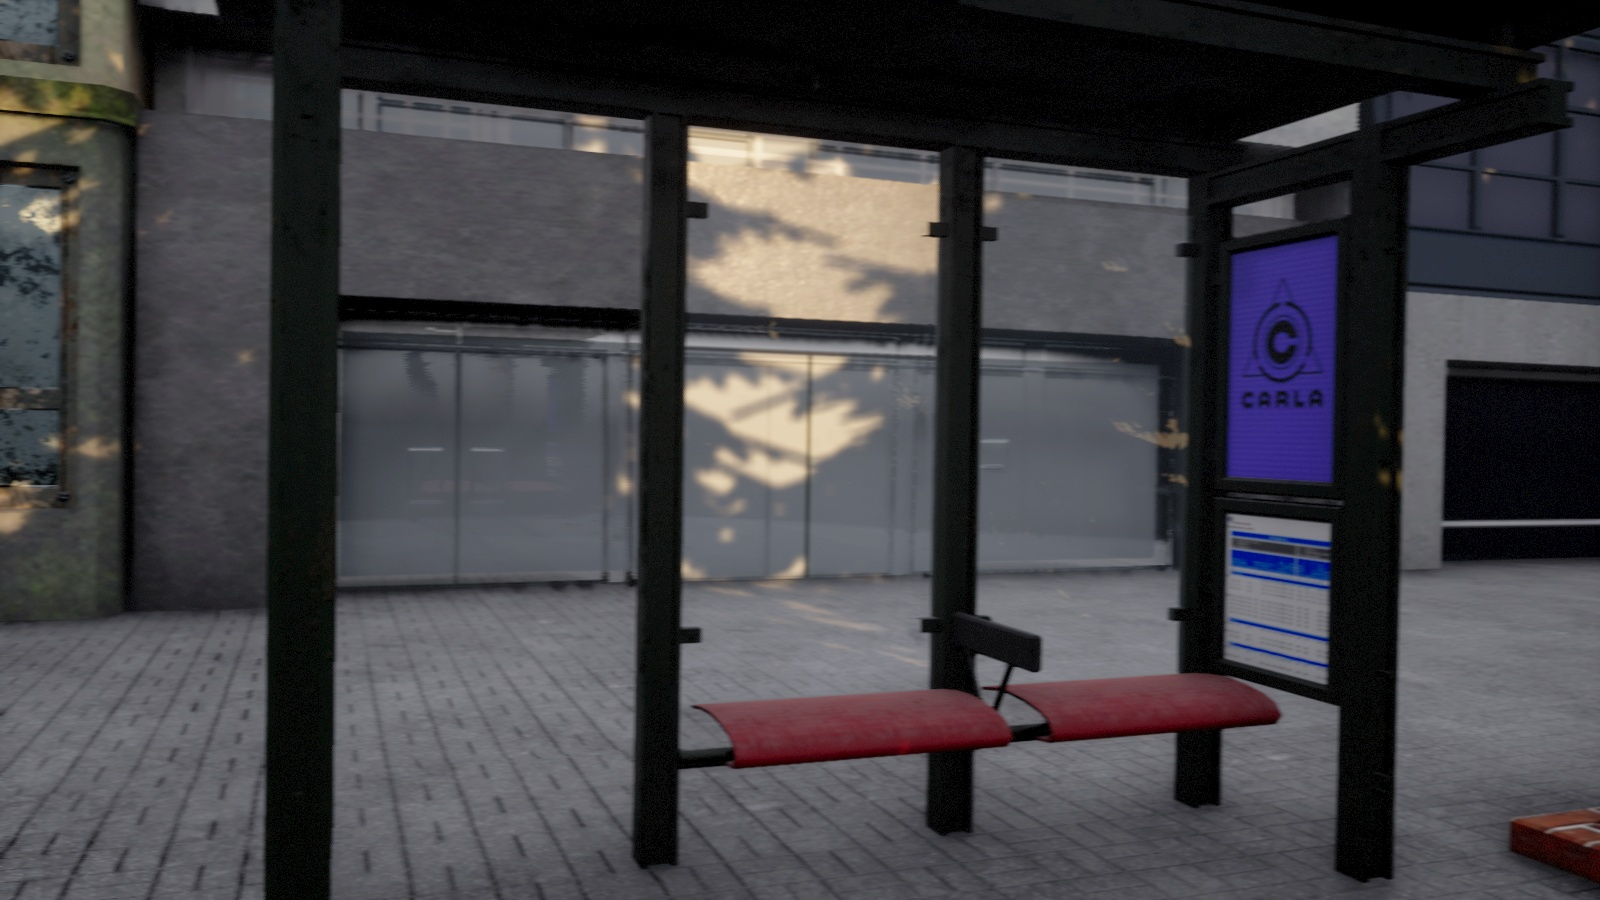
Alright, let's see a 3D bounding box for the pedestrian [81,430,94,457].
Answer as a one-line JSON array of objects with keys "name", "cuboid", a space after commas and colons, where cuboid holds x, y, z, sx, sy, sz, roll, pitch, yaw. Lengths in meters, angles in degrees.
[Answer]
[{"name": "pedestrian", "cuboid": [-47.724, -0.442, 84.146, 0.726, 1.835, 0.370, -1, 1, -23]}]
